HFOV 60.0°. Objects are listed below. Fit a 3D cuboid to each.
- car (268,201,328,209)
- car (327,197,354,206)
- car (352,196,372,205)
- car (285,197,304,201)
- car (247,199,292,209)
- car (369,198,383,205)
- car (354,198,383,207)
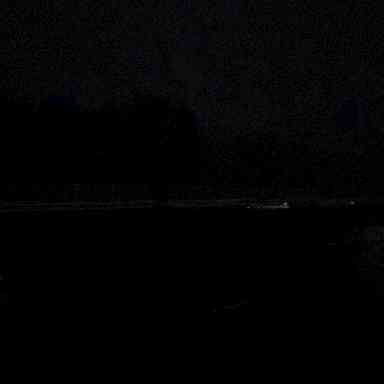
[{"bbox_3d":[8.827,1.662,27.477,4.718,1.301,1.895,0,0,-35],"label":"car"},{"bbox_3d":[15.242,1.614,36.335,4.674,1.442,1.812,0,0,-35],"label":"car"},{"bbox_3d":[22.219,1.470,45.594,4.553,1.767,2.097,0,0,-35],"label":"car"},{"bbox_3d":[12.826,1.446,43.197,4.553,1.767,2.097,0,0,-35],"label":"car"},{"bbox_3d":[8.077,1.673,35.536,4.718,1.301,1.895,0,0,-35],"label":"car"},{"bbox_3d":[22.526,1.652,37.235,5.357,1.411,2.033,0,0,-35],"label":"car"},{"bbox_3d":[29.144,1.704,54.735,5.357,1.411,2.033,0,0,-35],"label":"car"}]
